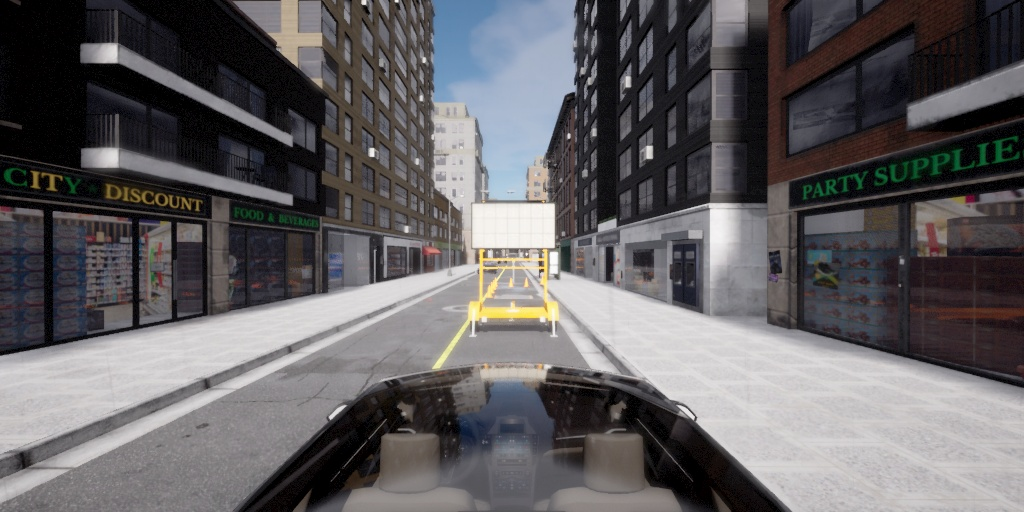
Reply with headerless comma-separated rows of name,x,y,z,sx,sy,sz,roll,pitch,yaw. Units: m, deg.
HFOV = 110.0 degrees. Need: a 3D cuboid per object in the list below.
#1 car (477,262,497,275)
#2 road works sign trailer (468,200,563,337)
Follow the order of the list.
car,-2.697,1.301,33.416,1.994,1.385,4.181,0,0,0
road works sign trailer,0.044,0.213,10.271,2.380,3.560,2.880,0,0,0
